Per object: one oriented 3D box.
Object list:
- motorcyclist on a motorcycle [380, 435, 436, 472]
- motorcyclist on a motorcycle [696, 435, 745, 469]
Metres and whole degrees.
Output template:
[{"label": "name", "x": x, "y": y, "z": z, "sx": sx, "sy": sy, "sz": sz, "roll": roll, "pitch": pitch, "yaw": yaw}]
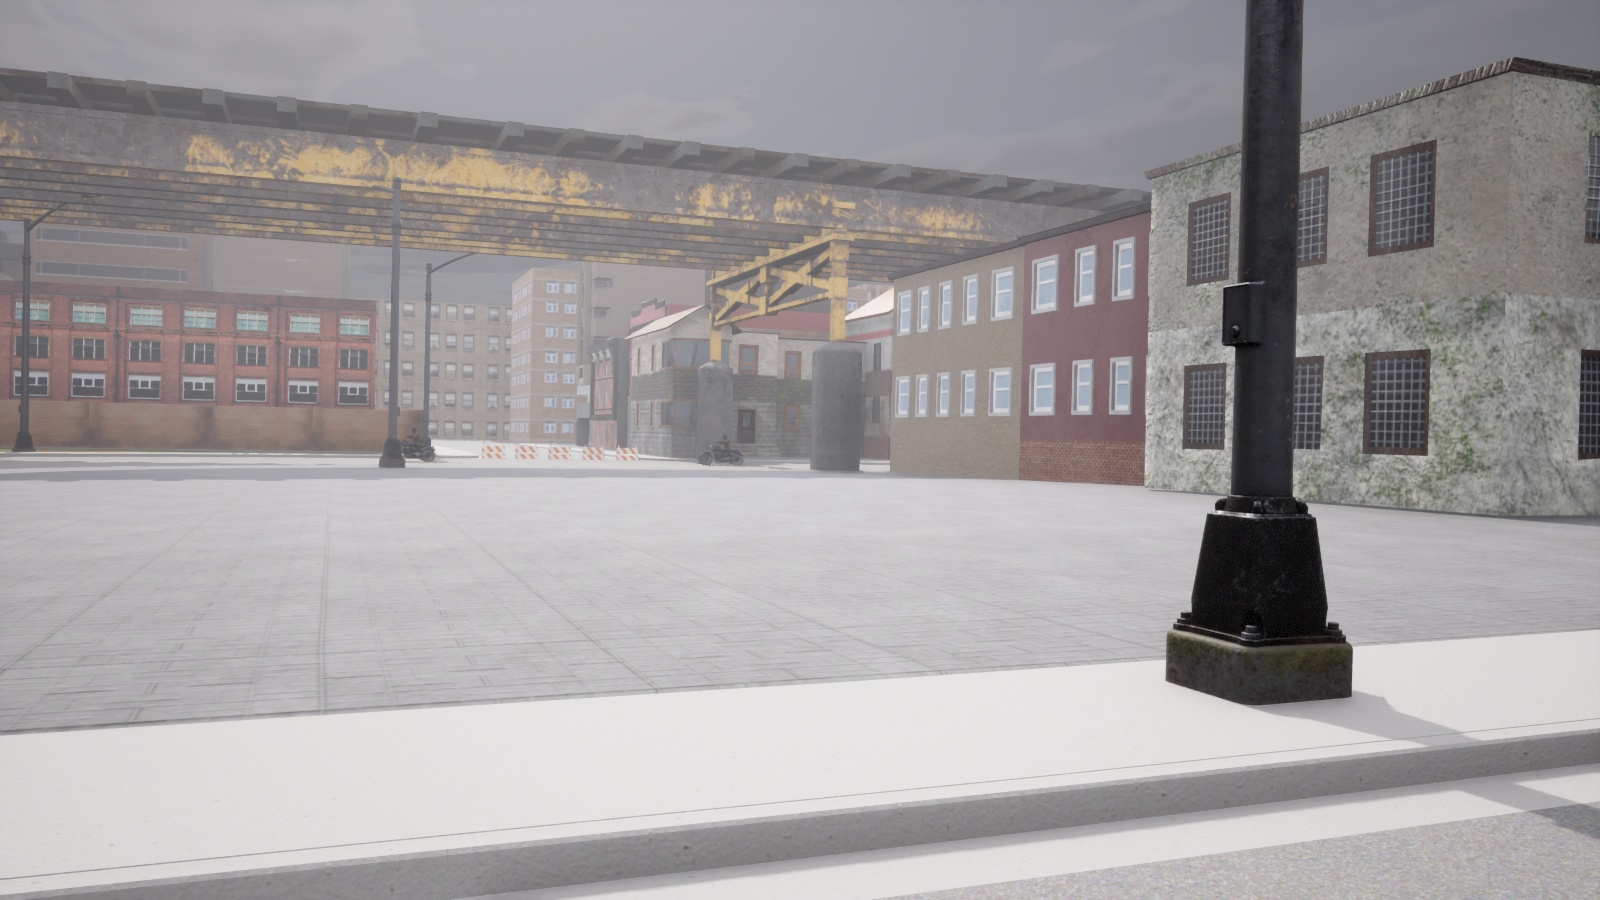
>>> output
[{"label": "motorcyclist on a motorcycle", "x": -17.905, "y": 0.152, "z": 57.421, "sx": 2.350, "sy": 1.649, "sz": 0.766, "roll": -1, "pitch": 1, "yaw": -28}, {"label": "motorcyclist on a motorcycle", "x": -4.006, "y": 0.092, "z": 63.092, "sx": 2.350, "sy": 1.649, "sz": 0.766, "roll": 0, "pitch": 1, "yaw": -20}]
